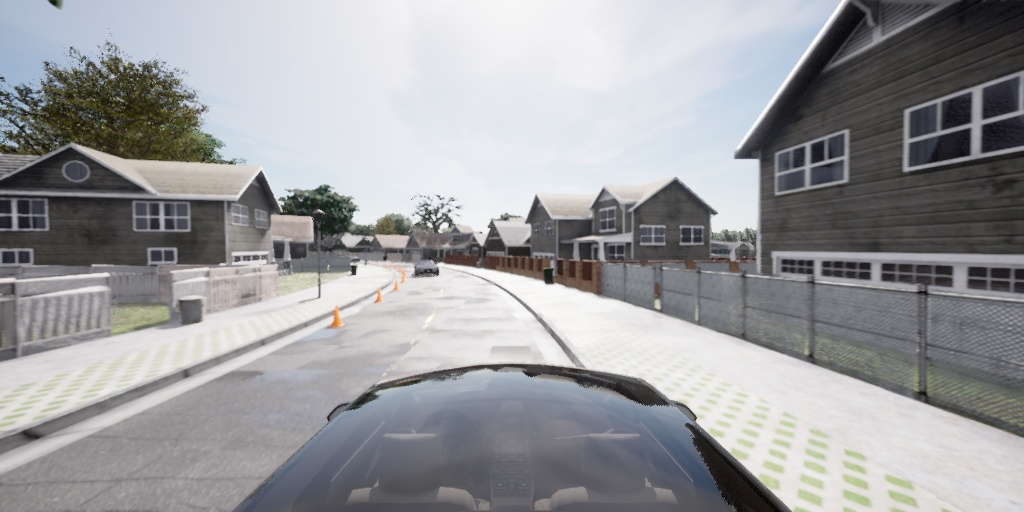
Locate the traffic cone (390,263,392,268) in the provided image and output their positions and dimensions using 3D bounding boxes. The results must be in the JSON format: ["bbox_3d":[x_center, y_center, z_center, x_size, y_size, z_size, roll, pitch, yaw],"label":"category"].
[{"bbox_3d":[-16.016,1.263,47.267,0.340,0.580,0.340,0,0,-27],"label":"traffic cone"}]

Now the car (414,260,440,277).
[{"bbox_3d":[-7.639,1.061,31.992,1.994,1.385,4.181,-1,1,-18],"label":"car"}]

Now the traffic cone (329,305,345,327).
[{"bbox_3d":[-4.899,1.658,10.045,0.340,0.580,0.340,0,0,-6],"label":"traffic cone"}]

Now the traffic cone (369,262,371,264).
[{"bbox_3d":[-23.637,1.074,59.766,0.340,0.580,0.340,0,0,-35],"label":"traffic cone"}]

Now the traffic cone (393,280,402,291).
[{"bbox_3d":[-6.358,1.588,19.701,0.340,0.580,0.340,0,0,-11],"label":"traffic cone"}]

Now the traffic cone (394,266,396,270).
[{"bbox_3d":[-13.875,1.331,42.878,0.340,0.580,0.340,0,0,-25],"label":"traffic cone"}]

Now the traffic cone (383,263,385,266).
[{"bbox_3d":[-18.360,1.196,51.551,0.340,0.580,0.340,0,0,-30],"label":"traffic cone"}]

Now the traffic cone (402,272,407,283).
[{"bbox_3d":[-7.425,1.548,24.467,0.340,0.580,0.340,0,0,-14],"label":"traffic cone"}]

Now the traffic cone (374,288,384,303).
[{"bbox_3d":[-5.515,1.622,14.890,0.340,0.580,0.340,0,0,-9],"label":"traffic cone"}]

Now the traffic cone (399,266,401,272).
[{"bbox_3d":[-10.218,1.451,33.824,0.340,0.580,0.340,0,0,-19],"label":"traffic cone"}]

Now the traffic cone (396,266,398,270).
[{"bbox_3d":[-11.941,1.393,38.394,0.340,0.580,0.340,0,0,-22],"label":"traffic cone"}]

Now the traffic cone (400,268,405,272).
[{"bbox_3d":[-8.712,1.502,29.178,0.340,0.580,0.340,0,0,-17],"label":"traffic cone"}]
